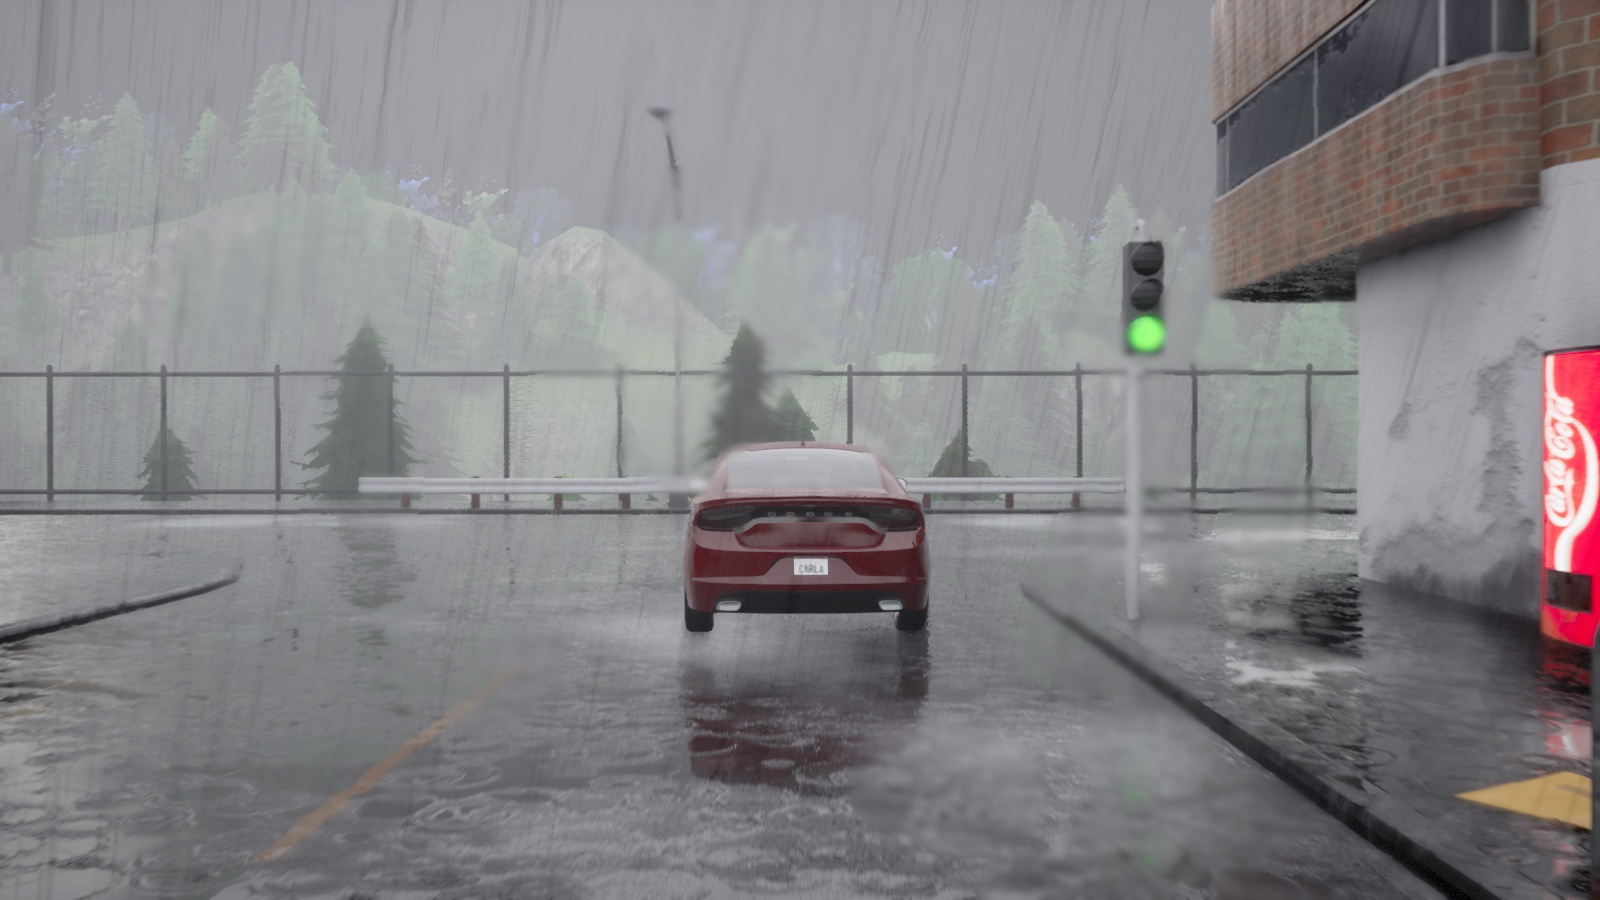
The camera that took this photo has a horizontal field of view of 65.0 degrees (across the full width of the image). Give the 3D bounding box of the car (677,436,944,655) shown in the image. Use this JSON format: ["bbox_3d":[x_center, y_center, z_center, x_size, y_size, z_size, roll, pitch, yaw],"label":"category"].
[{"bbox_3d":[-0.013,0.660,11.361,1.882,1.535,5.008,0,0,-2],"label":"car"}]
